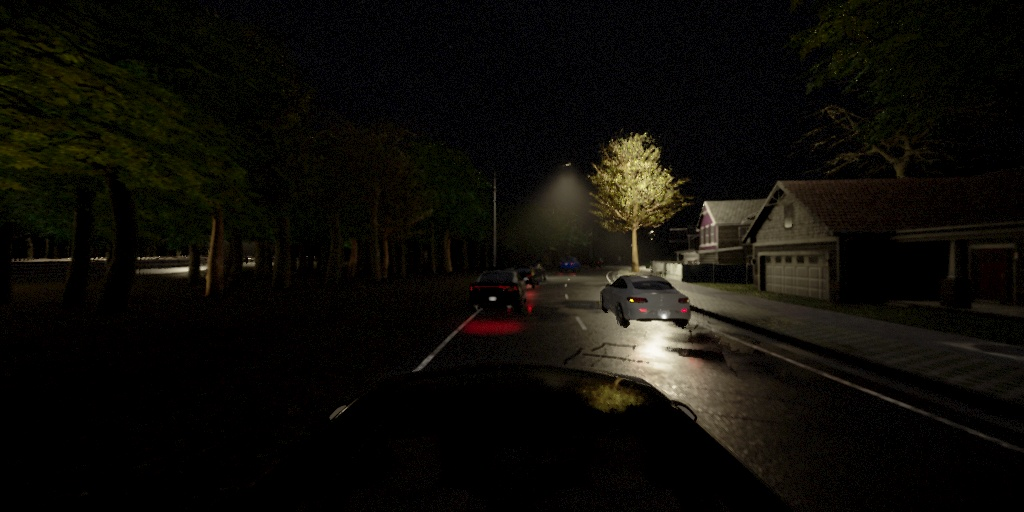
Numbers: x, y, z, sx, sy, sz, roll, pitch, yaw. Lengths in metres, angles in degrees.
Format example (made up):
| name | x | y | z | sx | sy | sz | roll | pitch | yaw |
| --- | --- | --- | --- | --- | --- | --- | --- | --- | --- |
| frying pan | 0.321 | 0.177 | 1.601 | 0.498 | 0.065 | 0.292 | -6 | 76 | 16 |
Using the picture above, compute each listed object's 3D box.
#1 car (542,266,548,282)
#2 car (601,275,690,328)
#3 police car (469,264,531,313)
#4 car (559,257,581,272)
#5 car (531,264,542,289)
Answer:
| name | x | y | z | sx | sy | sz | roll | pitch | yaw |
| --- | --- | --- | --- | --- | --- | --- | --- | --- | --- |
| car | 1.827 | 1.371 | 30.233 | 1.837 | 1.490 | 4.892 | 0 | 0 | 11 |
| car | 4.089 | 1.319 | 11.533 | 1.812 | 1.442 | 4.674 | 0 | 0 | 4 |
| police car | -0.421 | 1.227 | 14.582 | 1.930 | 1.638 | 5.238 | 0 | 0 | 5 |
| car | 7.985 | 1.163 | 49.300 | 2.150 | 2.045 | 5.566 | 0 | 0 | 20 |
| car | 0.791 | 1.368 | 24.351 | 1.812 | 1.442 | 4.674 | 0 | 0 | 9 |
